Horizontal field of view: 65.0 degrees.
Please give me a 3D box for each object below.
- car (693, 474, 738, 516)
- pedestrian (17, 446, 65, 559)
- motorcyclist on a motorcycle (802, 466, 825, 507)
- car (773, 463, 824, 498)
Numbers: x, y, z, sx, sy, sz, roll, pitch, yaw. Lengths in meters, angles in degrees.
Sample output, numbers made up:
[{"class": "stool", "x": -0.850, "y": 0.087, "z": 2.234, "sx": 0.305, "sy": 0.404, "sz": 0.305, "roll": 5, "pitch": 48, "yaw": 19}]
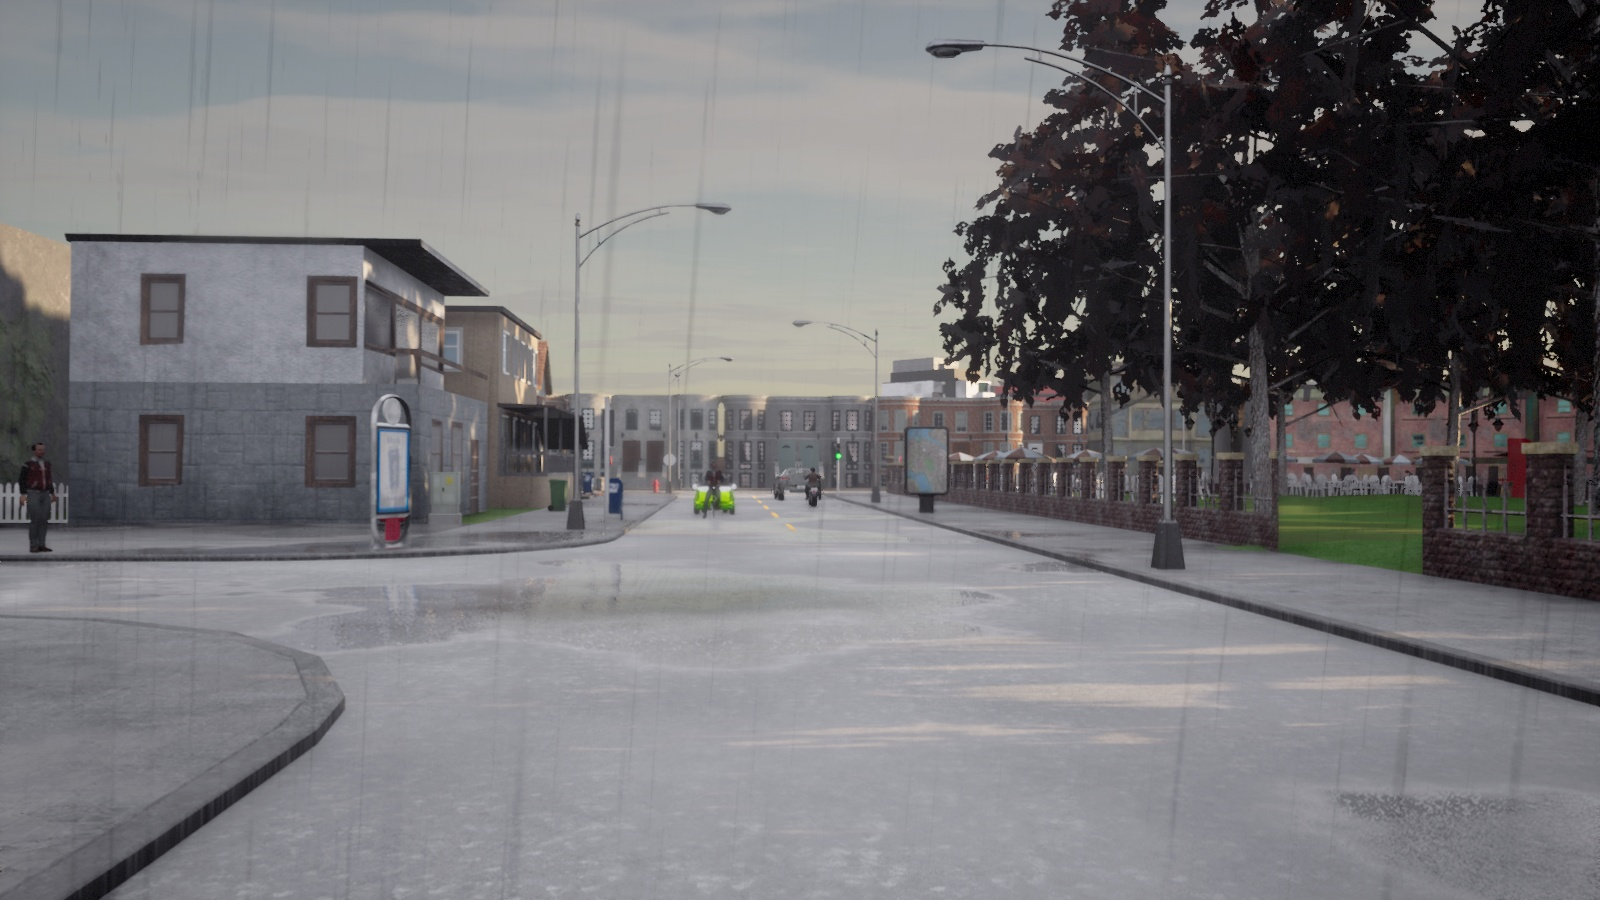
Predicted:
[{"class": "car", "x": -2.885, "y": 1.499, "z": 42.821, "sx": 1.481, "sy": 1.376, "sz": 2.207, "roll": 0, "pitch": -1, "yaw": -4}, {"class": "pedestrian", "x": -12.686, "y": 0.874, "z": 20.992, "sx": 0.720, "sy": 1.854, "sz": 0.376, "roll": -1, "pitch": -1, "yaw": 29}, {"class": "motorcyclist on a motorcycle", "x": 0.538, "y": 1.515, "z": 52.141, "sx": 0.766, "sy": 1.649, "sz": 2.350, "roll": 0, "pitch": -1, "yaw": -4}, {"class": "car", "x": -0.121, "y": 1.501, "z": 62.806, "sx": 2.152, "sy": 1.651, "sz": 5.027, "roll": 0, "pitch": -1, "yaw": -4}]
